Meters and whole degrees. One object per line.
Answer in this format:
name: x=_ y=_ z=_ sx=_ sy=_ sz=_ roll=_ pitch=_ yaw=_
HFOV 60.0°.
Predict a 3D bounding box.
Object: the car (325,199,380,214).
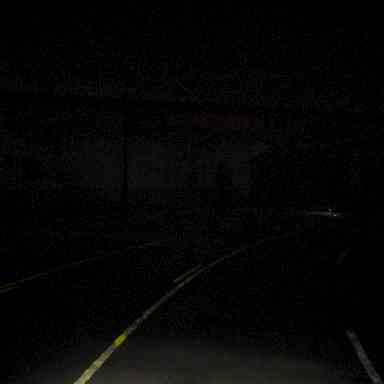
car: x=16.259 y=1.405 z=33.693 sx=5.357 sy=1.411 sz=2.033 roll=0 pitch=0 yaw=-15
